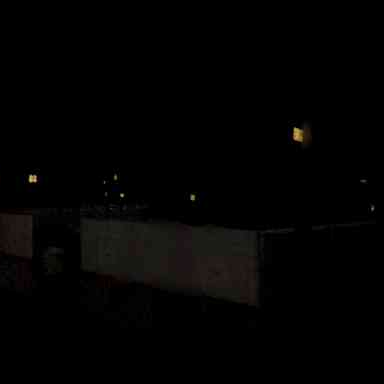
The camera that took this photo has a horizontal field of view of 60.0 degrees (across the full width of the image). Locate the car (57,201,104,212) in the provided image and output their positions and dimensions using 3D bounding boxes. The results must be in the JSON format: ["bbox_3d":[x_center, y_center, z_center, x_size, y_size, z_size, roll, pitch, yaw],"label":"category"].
[{"bbox_3d":[-12.323,1.677,37.041,2.033,1.411,5.357,3,2,42],"label":"car"}]
